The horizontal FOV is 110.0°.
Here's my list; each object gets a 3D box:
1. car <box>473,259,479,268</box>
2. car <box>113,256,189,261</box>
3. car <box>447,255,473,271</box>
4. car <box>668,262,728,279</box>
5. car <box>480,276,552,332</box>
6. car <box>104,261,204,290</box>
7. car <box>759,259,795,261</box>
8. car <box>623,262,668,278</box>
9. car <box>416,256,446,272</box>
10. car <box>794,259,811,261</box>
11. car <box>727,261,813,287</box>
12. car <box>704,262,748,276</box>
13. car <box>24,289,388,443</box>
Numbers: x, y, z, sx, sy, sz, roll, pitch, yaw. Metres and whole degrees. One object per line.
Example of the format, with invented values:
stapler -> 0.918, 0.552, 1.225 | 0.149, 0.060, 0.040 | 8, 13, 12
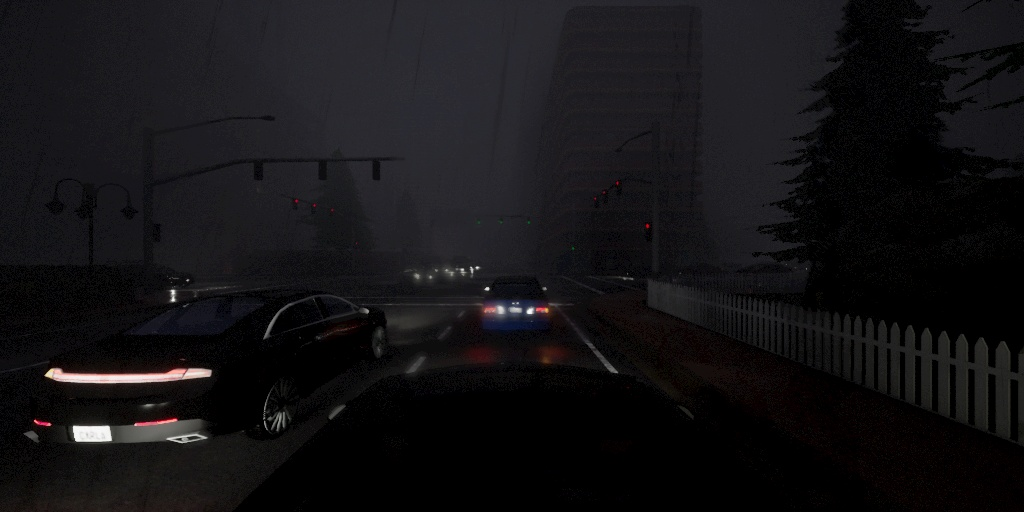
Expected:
car -> -7.026, 1.255, 58.914 | 1.837, 1.490, 4.892 | 0, 0, 0
car -> -25.722, 1.047, 24.773 | 4.553, 1.767, 2.097 | 0, 0, 0
car -> -7.059, 0.971, 49.103 | 2.150, 2.045, 5.566 | 0, 0, 0
car -> 15.888, 1.259, 30.549 | 4.181, 1.385, 1.994 | 0, 0, -20
car -> 0.122, 1.297, 10.773 | 2.033, 1.411, 5.357 | 0, 0, 1
car -> -21.715, 1.199, 21.297 | 4.892, 1.490, 1.837 | 0, 0, 0
car -> 24.368, 1.242, 34.225 | 5.357, 1.411, 2.033 | 0, 0, -31
car -> 13.154, 1.242, 33.374 | 5.357, 1.411, 2.033 | 0, 0, -13
car -> -10.530, 0.971, 45.944 | 2.150, 2.045, 5.566 | 0, 0, 2
car -> 32.357, 0.916, 40.552 | 2.150, 2.045, 5.566 | 0, 0, 43
car -> 16.851, 1.220, 23.355 | 4.674, 1.442, 1.812 | 0, 0, -15
car -> 22.055, 1.295, 36.938 | 4.718, 1.301, 1.895 | 0, 0, -30
car -> -3.427, 1.242, 5.362 | 2.128, 1.511, 4.902 | 0, 0, 0
